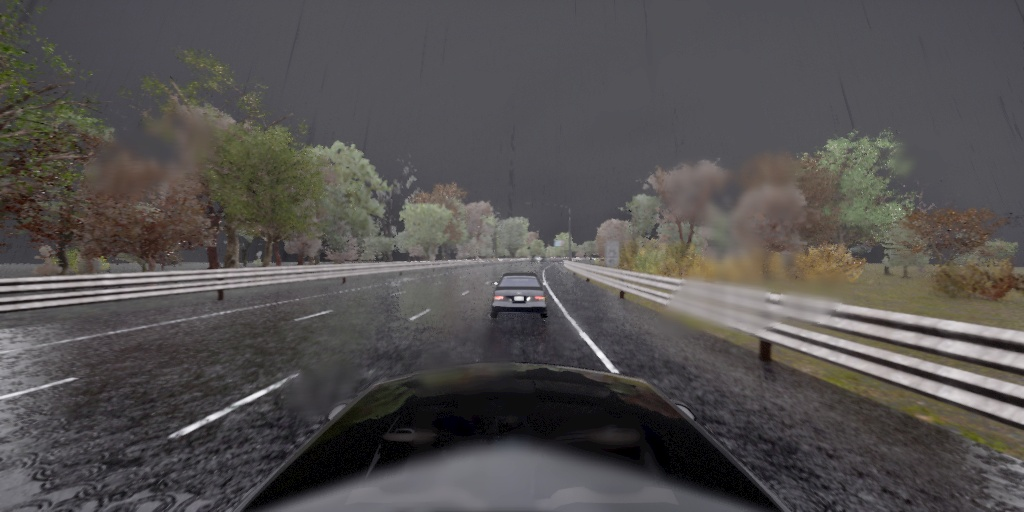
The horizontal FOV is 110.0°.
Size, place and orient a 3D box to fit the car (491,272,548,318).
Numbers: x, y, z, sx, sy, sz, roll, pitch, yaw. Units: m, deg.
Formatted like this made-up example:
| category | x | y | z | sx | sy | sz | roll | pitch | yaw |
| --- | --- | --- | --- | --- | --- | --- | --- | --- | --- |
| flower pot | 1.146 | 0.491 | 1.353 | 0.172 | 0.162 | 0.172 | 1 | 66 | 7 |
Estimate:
| category | x | y | z | sx | sy | sz | roll | pitch | yaw |
| --- | --- | --- | --- | --- | --- | --- | --- | --- | --- |
| car | 0.290 | 1.302 | 13.065 | 2.033 | 1.411 | 5.357 | 0 | 0 | 2 |
